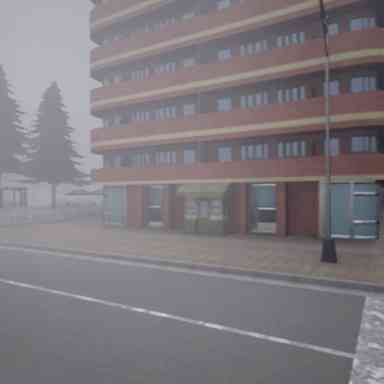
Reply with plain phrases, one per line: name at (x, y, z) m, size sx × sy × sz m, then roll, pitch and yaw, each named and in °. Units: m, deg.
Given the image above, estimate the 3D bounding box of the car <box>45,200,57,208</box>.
car at (-20.406, 1.816, 51.290) m, size 1.994 × 1.385 × 4.181 m, roll -1°, pitch 0°, yaw 33°

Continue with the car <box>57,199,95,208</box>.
car at (-17.056, 1.771, 50.342) m, size 2.033 × 1.411 × 5.357 m, roll -1°, pitch 0°, yaw 33°
